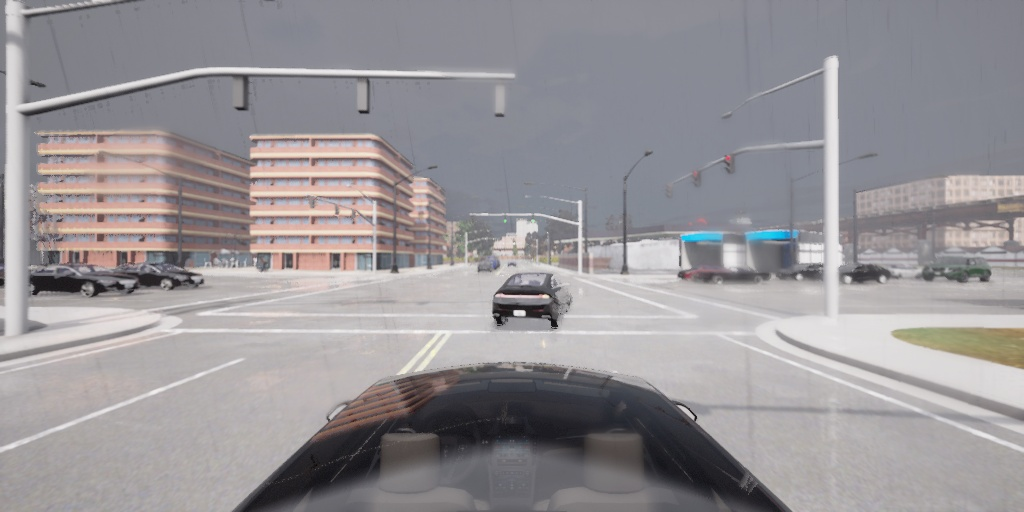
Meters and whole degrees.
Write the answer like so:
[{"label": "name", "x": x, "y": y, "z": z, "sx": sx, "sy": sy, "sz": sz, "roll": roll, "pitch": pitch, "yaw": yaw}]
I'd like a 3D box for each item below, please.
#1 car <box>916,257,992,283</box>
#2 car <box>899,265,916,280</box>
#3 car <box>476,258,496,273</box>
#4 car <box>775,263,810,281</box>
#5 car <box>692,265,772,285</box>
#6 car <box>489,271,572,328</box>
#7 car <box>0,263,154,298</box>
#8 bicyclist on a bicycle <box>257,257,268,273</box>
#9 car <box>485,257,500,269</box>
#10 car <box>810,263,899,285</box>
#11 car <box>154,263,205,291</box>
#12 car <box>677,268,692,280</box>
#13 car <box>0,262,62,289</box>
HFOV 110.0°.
[{"label": "car", "x": 36.150, "y": 1.069, "z": 29.125, "sx": 5.566, "sy": 2.045, "sz": 2.150, "roll": 0, "pitch": 0, "yaw": -19}, {"label": "car", "x": 34.691, "y": 1.460, "z": 32.286, "sx": 4.718, "sy": 1.301, "sz": 1.895, "roll": 0, "pitch": 0, "yaw": -19}, {"label": "car", "x": -3.587, "y": 1.419, "z": 47.856, "sx": 1.837, "sy": 1.490, "sz": 4.892, "roll": 0, "pitch": 0, "yaw": 0}, {"label": "car", "x": 25.035, "y": 1.357, "z": 30.467, "sx": 4.892, "sy": 1.490, "sz": 1.837, "roll": 0, "pitch": 0, "yaw": -5}, {"label": "car", "x": 16.468, "y": 1.440, "z": 26.820, "sx": 4.718, "sy": 1.301, "sz": 1.895, "roll": 0, "pitch": 0, "yaw": 0}, {"label": "car", "x": 0.801, "y": 1.277, "z": 11.660, "sx": 2.128, "sy": 1.511, "sz": 4.902, "roll": 0, "pitch": 0, "yaw": 14}, {"label": "car", "x": -21.071, "y": 1.165, "z": 17.494, "sx": 4.902, "sy": 1.511, "sz": 2.128, "roll": 1, "pitch": 0, "yaw": 1}, {"label": "bicyclist on a bicycle", "x": -26.148, "y": 0.971, "z": 37.591, "sx": 0.582, "sy": 1.620, "sz": 1.656, "roll": 1, "pitch": 0, "yaw": 1}, {"label": "car", "x": -3.539, "y": 1.170, "z": 57.651, "sx": 2.150, "sy": 2.045, "sz": 5.566, "roll": 0, "pitch": 0, "yaw": 1}, {"label": "car", "x": 25.746, "y": 1.345, "z": 27.018, "sx": 4.892, "sy": 1.490, "sz": 1.837, "roll": 0, "pitch": 0, "yaw": -6}, {"label": "car", "x": -20.799, "y": 1.177, "z": 20.986, "sx": 4.902, "sy": 1.511, "sz": 2.128, "roll": 1, "pitch": 0, "yaw": 1}, {"label": "car", "x": 16.290, "y": 1.416, "z": 30.347, "sx": 4.181, "sy": 1.385, "sz": 1.994, "roll": 0, "pitch": 0, "yaw": 0}, {"label": "car", "x": -30.543, "y": 1.094, "z": 21.191, "sx": 5.357, "sy": 1.411, "sz": 2.033, "roll": 1, "pitch": 0, "yaw": 1}]
